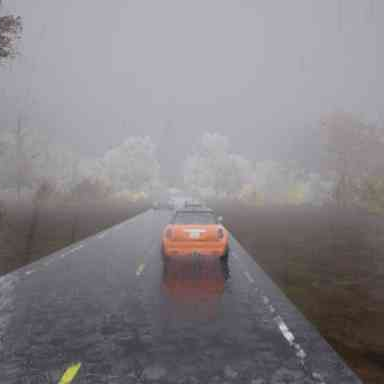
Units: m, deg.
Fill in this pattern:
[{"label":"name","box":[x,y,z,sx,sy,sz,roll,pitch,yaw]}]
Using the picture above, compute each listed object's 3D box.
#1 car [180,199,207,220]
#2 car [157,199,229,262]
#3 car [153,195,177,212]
[{"label":"car","box":[0.096,1.402,28.518,2.128,1.511,4.902,0,0,0]},{"label":"car","box":[0.091,1.316,12.154,2.097,1.767,4.553,0,0,0]},{"label":"car","box":[-3.089,1.234,37.134,2.097,1.767,4.553,0,0,0]}]
